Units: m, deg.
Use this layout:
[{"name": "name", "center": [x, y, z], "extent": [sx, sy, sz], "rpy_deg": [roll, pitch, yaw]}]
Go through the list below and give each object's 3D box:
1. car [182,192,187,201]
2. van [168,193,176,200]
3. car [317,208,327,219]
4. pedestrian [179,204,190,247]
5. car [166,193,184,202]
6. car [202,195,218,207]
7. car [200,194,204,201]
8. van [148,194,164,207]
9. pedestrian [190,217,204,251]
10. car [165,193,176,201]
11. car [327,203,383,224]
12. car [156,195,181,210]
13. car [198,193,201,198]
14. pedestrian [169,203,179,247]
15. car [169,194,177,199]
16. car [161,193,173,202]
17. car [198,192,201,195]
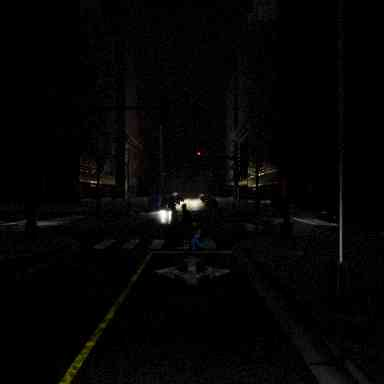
[{"name": "car", "center": [-2.654, 1.265, 69.565], "extent": [2.097, 1.767, 4.553], "rpy_deg": [0, 0, 0]}, {"name": "van", "center": [-5.373, 1.196, 89.685], "extent": [1.690, 1.788, 3.998], "rpy_deg": [0, 0, 0]}, {"name": "car", "center": [13.630, 1.715, 29.344], "extent": [4.892, 1.490, 1.837], "rpy_deg": [1, 0, 1]}, {"name": "pedestrian", "center": [-0.234, 1.291, 13.202], "extent": [0.375, 1.860, 0.375], "rpy_deg": [0, 0, 0]}, {"name": "car", "center": [-2.831, 1.423, 54.811], "extent": [1.882, 1.535, 5.008], "rpy_deg": [0, 0, 0]}, {"name": "car", "center": [2.889, 1.519, 50.089], "extent": [1.947, 1.339, 4.313], "rpy_deg": [0, 0, 0]}, {"name": "car", "center": [3.001, 1.501, 67.037], "extent": [1.802, 1.307, 4.206], "rpy_deg": [0, 0, 0]}, {"name": "van", "center": [-5.635, 1.295, 50.144], "extent": [1.690, 1.788, 3.998], "rpy_deg": [0, 0, 0]}, {"name": "pedestrian", "center": [0.228, 1.571, 12.575], "extent": [0.375, 1.300, 0.375], "rpy_deg": [0, 0, 0]}, {"name": "car", "center": [-5.411, 1.188, 84.036], "extent": [2.192, 1.841, 5.009], "rpy_deg": [0, 0, 0]}, {"name": "car", "center": [13.508, 1.723, 26.078], "extent": [4.674, 1.442, 1.812], "rpy_deg": [1, 0, 0]}, {"name": "car", "center": [-2.919, 1.456, 42.624], "extent": [2.128, 1.511, 4.902], "rpy_deg": [0, 0, 1]}, {"name": "car", "center": [3.076, 1.434, 78.334], "extent": [1.887, 1.381, 4.507], "rpy_deg": [0, 0, 0]}, {"name": "pedestrian", "center": [-0.744, 1.290, 13.806], "extent": [0.375, 1.860, 0.375], "rpy_deg": [0, 0, 0]}, {"name": "car", "center": [-5.337, 1.381, 95.333], "extent": [1.887, 1.381, 4.507], "rpy_deg": [0, 0, 0]}, {"name": "car", "center": [-5.485, 1.220, 72.739], "extent": [2.192, 1.841, 5.009], "rpy_deg": [0, 0, 0]}, {"name": "car", "center": [3.187, 1.419, 95.281], "extent": [1.802, 1.307, 4.206], "rpy_deg": [0, 0, 0]}]
